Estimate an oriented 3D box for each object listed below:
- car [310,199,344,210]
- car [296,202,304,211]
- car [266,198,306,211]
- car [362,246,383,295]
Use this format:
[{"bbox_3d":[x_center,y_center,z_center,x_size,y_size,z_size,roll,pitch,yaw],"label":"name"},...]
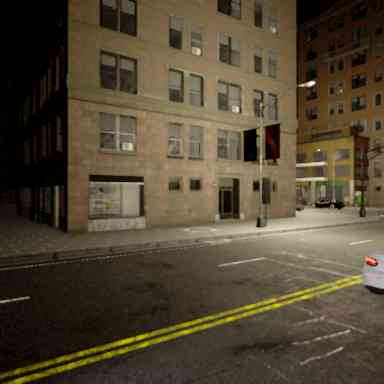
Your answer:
[{"bbox_3d":[17.453,1.572,42.974,1.947,1.339,4.313,0,0,-35],"label":"car"},{"bbox_3d":[10.875,1.416,38.378,1.967,1.590,4.097,0,0,-35],"label":"car"},{"bbox_3d":[11.686,1.510,41.646,1.812,1.442,4.674,0,0,-35],"label":"car"},{"bbox_3d":[5.604,1.525,7.398,4.674,1.442,1.812,0,0,-35],"label":"car"}]
